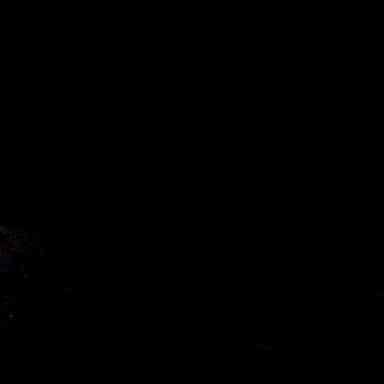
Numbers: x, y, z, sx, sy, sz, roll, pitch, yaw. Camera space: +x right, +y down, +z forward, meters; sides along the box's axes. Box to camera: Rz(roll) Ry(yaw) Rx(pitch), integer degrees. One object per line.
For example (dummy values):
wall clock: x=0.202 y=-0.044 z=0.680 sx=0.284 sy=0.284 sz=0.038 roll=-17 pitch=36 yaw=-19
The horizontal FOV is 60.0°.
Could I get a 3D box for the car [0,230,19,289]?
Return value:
car: x=-5.947 y=1.365 z=7.806 sx=4.856 sy=1.649 sz=2.033 roll=1 pitch=1 yaw=36
